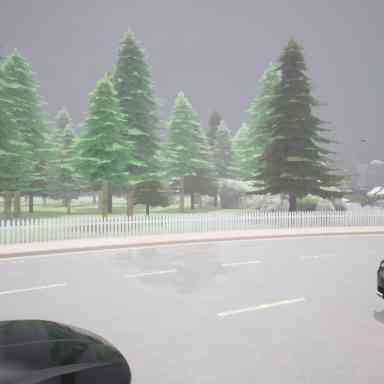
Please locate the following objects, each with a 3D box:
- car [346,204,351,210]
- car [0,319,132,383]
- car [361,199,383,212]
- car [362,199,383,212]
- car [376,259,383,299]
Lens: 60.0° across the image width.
[{"bbox_3d":[19.290,1.277,45.247,2.150,2.045,5.566,0,0,-4],"label":"car"},{"bbox_3d":[-2.700,1.478,1.637,5.008,1.535,1.882,0,0,-36],"label":"car"},{"bbox_3d":[23.056,1.581,41.129,1.812,1.442,4.674,0,0,-4],"label":"car"},{"bbox_3d":[19.859,1.619,36.075,1.994,1.385,4.181,0,0,-3],"label":"car"},{"bbox_3d":[5.653,1.492,6.125,4.902,1.511,2.128,0,0,-23],"label":"car"}]
